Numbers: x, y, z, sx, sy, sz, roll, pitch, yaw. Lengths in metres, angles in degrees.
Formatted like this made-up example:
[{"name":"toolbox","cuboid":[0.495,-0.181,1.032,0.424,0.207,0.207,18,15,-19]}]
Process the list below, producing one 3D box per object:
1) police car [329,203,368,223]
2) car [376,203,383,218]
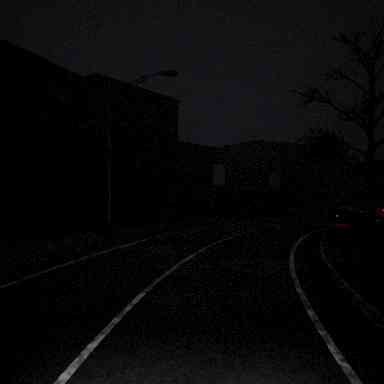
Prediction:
[{"name":"police car","cuboid":[14.159,1.848,29.776,5.238,1.638,1.930,1,-1,-43]},{"name":"car","cuboid":[21.610,1.926,35.156,4.553,1.767,2.097,1,0,-29]}]
